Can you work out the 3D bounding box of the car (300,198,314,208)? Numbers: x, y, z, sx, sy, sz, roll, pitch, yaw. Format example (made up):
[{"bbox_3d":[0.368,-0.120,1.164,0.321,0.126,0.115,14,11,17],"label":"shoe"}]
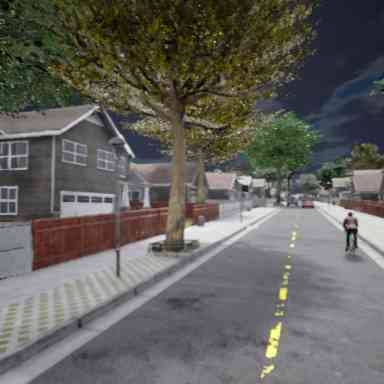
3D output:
[{"bbox_3d":[20.491,2.184,58.747,1.994,1.385,4.181,-1,-1,18],"label":"car"}]

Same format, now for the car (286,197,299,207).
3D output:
[{"bbox_3d":[20.457,1.976,67.743,2.150,2.045,5.566,-1,-1,18],"label":"car"}]

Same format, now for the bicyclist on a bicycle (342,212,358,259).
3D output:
[{"bbox_3d":[5.820,1.558,12.172,0.582,1.620,1.656,-1,-1,18],"label":"bicyclist on a bicycle"}]
